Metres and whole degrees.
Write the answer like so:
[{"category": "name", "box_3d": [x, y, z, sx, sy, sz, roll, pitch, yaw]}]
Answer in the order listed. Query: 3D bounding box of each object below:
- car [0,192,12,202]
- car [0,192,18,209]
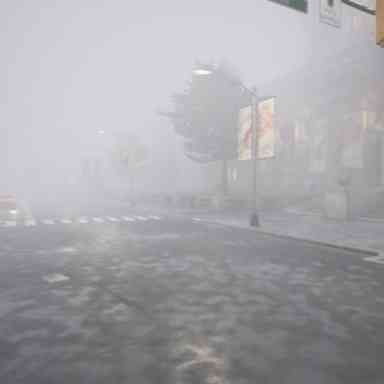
[{"category": "car", "box_3d": [-27.973, 0.677, 48.824, 1.812, 1.442, 4.674, -1, 1, -39]}, {"category": "car", "box_3d": [-18.605, 0.900, 33.209, 1.882, 1.535, 5.008, 0, 1, -28]}]
